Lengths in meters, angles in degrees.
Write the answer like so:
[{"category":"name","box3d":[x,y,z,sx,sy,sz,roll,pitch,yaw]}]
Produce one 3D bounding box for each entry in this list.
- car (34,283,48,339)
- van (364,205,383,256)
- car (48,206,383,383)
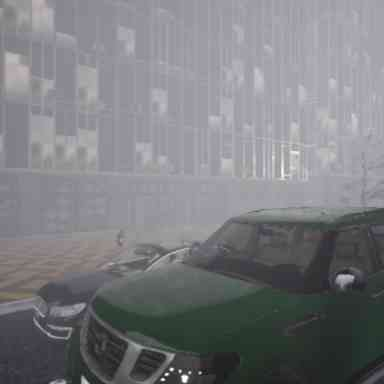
[{"category":"car","box3d":[-0.533,1.590,6.236,4.403,1.369,2.008,0,0,-37]},{"category":"van","box3d":[8.591,1.418,13.047,3.998,1.788,1.690,0,0,-37]},{"category":"car","box3d":[1.385,1.249,4.313,5.566,2.045,2.150,0,0,-37]}]
